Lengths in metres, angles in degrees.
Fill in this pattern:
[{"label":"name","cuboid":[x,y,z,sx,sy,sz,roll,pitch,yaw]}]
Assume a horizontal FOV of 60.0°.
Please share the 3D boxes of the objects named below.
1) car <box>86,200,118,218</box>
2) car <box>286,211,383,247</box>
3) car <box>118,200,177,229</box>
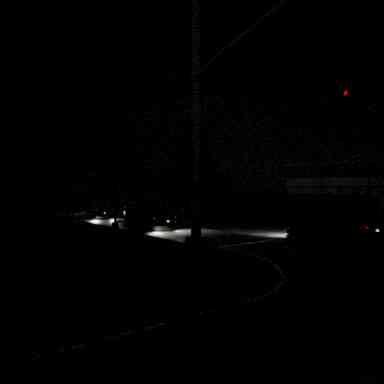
[{"label":"car","cuboid":[-8.378,1.505,30.099,1.837,1.490,4.892,0,0,-26]},{"label":"car","cuboid":[6.471,1.564,15.353,1.994,1.385,4.181,0,0,-36]},{"label":"car","cuboid":[-2.846,1.505,21.858,1.837,1.490,4.892,0,0,-36]}]
